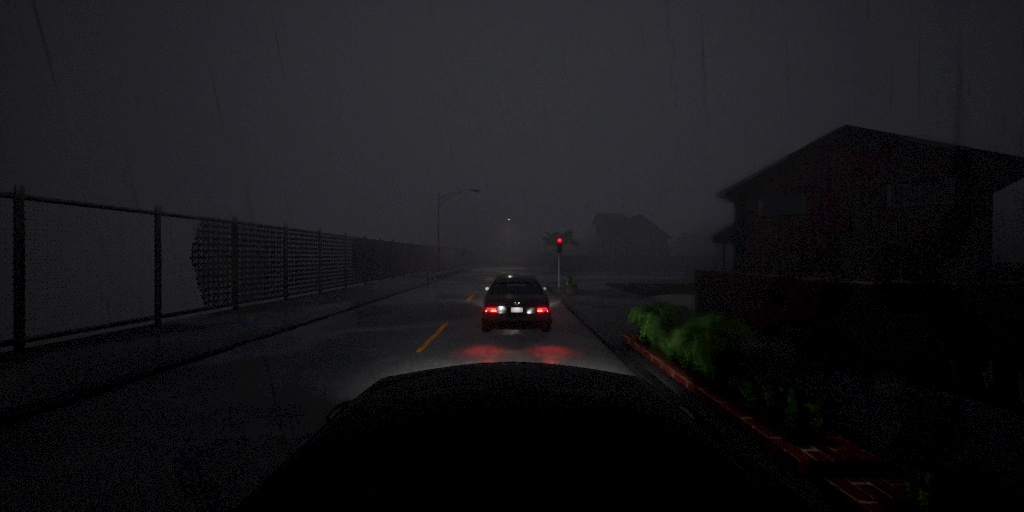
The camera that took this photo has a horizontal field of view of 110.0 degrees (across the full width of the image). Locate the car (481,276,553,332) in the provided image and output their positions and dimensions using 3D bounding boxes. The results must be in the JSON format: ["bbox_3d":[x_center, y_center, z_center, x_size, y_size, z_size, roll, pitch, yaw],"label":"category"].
[{"bbox_3d":[0.118,1.297,10.825,2.033,1.411,5.357,0,0,0],"label":"car"}]
